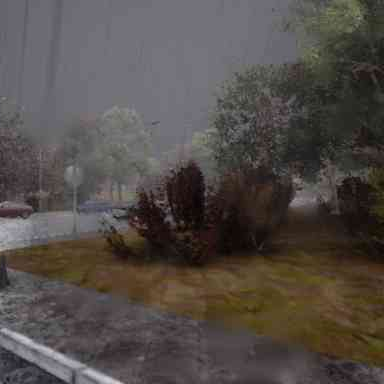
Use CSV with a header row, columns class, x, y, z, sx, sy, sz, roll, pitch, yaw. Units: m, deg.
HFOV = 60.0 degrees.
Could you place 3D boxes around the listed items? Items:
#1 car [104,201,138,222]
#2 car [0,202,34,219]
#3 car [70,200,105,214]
class,x,y,z,sx,sy,sz,roll,pitch,yaw
car,-3.976,1.504,25.690,2.128,1.511,4.902,0,0,32
car,-15.493,1.546,27.429,1.812,1.442,4.674,0,0,32
car,-10.351,1.567,35.614,2.033,1.411,5.357,0,0,32
